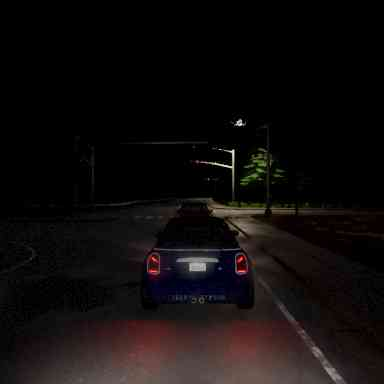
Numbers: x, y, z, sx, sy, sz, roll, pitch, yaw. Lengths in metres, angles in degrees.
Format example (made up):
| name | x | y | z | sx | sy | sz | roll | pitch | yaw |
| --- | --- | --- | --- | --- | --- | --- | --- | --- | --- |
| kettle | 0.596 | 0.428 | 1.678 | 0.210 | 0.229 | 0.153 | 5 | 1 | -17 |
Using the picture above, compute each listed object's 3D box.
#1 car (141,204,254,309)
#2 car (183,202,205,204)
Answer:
| name | x | y | z | sx | sy | sz | roll | pitch | yaw |
| --- | --- | --- | --- | --- | --- | --- | --- | --- | --- |
| car | 0.100 | 1.347 | 8.020 | 2.097 | 1.767 | 4.553 | 0 | 0 | 0 |
| car | 0.102 | 1.338 | 18.141 | 2.097 | 1.767 | 4.553 | 0 | 0 | 0 |
